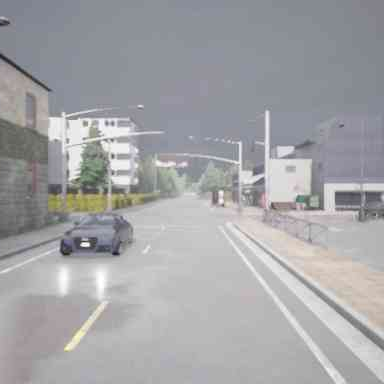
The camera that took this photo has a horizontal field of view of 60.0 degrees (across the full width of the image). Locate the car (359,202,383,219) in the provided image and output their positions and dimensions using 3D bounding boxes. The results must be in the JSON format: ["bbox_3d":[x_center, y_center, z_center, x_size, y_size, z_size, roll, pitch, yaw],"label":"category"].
[{"bbox_3d":[17.343,1.607,29.225,4.902,1.511,2.128,0,0,0],"label":"car"}]

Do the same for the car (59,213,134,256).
[{"bbox_3d":[-3.505,1.537,12.913,1.994,1.385,4.181,0,0,0],"label":"car"}]
